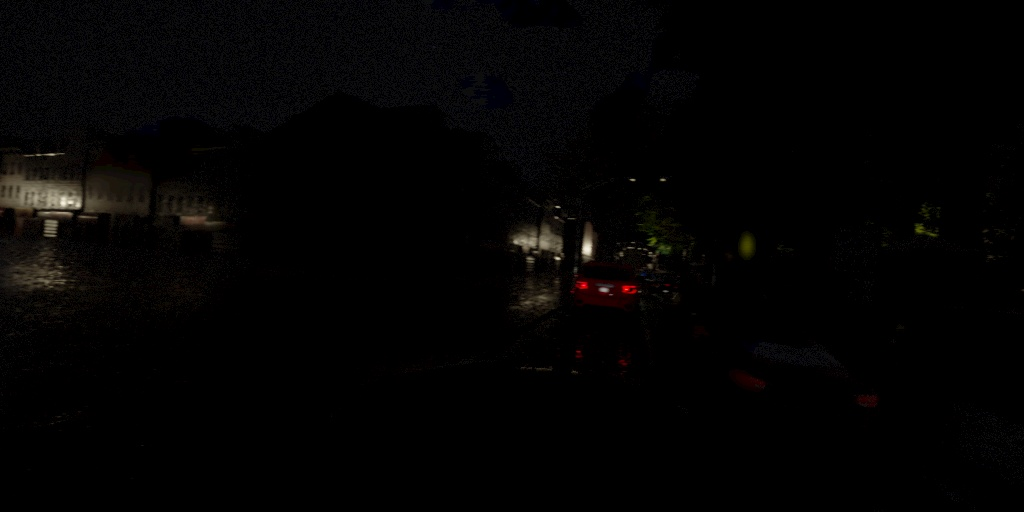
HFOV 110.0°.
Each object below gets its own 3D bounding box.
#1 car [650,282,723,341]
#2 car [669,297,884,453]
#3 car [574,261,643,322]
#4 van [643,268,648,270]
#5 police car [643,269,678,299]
[{"bbox_3d":[5.350,1.706,10.614,2.007,1.370,4.403,0,0,19],"label":"car"},{"bbox_3d":[3.676,1.602,5.604,1.802,1.307,4.207,0,0,19],"label":"car"},{"bbox_3d":[3.967,1.291,14.462,2.150,2.045,5.566,4,0,20],"label":"car"},{"bbox_3d":[17.415,2.500,46.300,1.690,1.789,3.998,0,0,19],"label":"van"},{"bbox_3d":[9.884,1.947,23.528,1.930,1.638,5.238,4,0,19],"label":"police car"}]
